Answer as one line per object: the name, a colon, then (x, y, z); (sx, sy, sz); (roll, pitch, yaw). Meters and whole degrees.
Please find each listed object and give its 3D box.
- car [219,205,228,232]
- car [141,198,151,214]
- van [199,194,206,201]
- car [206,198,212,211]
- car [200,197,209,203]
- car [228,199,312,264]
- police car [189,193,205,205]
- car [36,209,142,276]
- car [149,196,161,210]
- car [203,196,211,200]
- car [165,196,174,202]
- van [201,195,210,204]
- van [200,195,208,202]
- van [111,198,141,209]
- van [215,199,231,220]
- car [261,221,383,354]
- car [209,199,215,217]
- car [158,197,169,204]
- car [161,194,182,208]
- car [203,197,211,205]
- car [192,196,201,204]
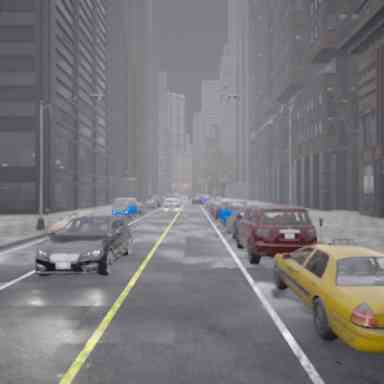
car: (2.764, 1.587, 17.411); (2.008, 1.369, 4.403); (0, 0, 0)
car: (-5.759, 1.622, 34.255); (2.008, 1.369, 4.403); (0, 0, 0)
van: (2.770, 1.559, 90.449); (1.690, 1.788, 3.998); (0, 0, 0)
car: (2.766, 1.616, 34.266); (1.887, 1.381, 4.507); (0, 0, 0)
car: (2.769, 1.714, 73.594); (1.887, 1.381, 4.507); (0, 0, 0)
car: (2.763, 1.340, 11.792); (2.192, 1.841, 5.009); (0, 0, 0)
police car: (0.906, 1.560, 60.904); (1.930, 1.638, 5.238); (0, 0, 0)
car: (-3.099, 1.513, 10.441); (2.128, 1.511, 4.902); (0, 0, 0)
car: (-5.758, 1.648, 45.493); (2.008, 1.369, 4.403); (0, 0, 0)
car: (2.767, 1.622, 45.673); (1.752, 1.417, 4.829); (0, 0, 0)
car: (-5.755, 1.768, 84.824); (1.947, 1.339, 4.313); (0, 0, 0)
van: (2.768, 1.495, 67.977); (1.690, 1.788, 3.998); (0, 0, 0)
van: (2.769, 1.526, 79.213); (1.690, 1.788, 3.998); (0, 0, 0)
van: (-5.760, 1.401, 28.637); (1.690, 1.788, 3.998); (0, 0, 0)
van: (2.765, 1.389, 23.029); (1.690, 1.788, 3.998); (0, 0, 0)
car: (2.763, 1.539, 6.343); (1.752, 1.417, 4.829); (0, 0, 0)
car: (2.765, 1.604, 28.647); (1.887, 1.381, 4.507); (0, 0, 0)
car: (-5.757, 1.720, 67.968); (1.947, 1.339, 4.313); (0, 0, 0)
car: (-3.074, 1.331, 50.952); (2.150, 2.045, 5.566); (0, 0, 0)
car: (2.766, 1.634, 39.878); (2.008, 1.369, 4.403); (0, 0, 0)
car: (0.907, 1.667, 70.794); (1.837, 1.490, 4.892); (0, 0, 0)
